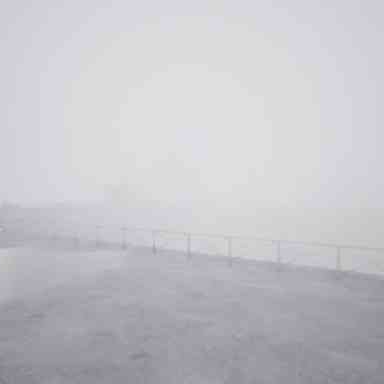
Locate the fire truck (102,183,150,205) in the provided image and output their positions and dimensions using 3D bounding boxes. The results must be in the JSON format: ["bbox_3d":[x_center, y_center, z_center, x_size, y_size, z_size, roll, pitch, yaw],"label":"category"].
[{"bbox_3d":[-10.808,0.550,55.488,2.891,3.827,8.468,0,0,35],"label":"fire truck"}]
